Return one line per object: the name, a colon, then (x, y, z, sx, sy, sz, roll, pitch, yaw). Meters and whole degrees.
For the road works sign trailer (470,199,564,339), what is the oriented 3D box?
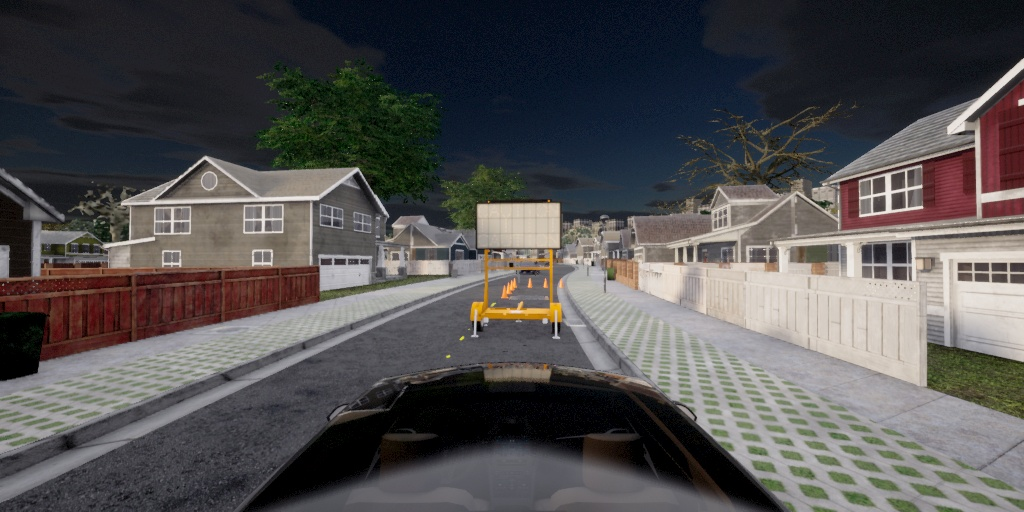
road works sign trailer: (0.196, 0.220, 10.165, 2.380, 3.560, 2.880, 0, 0, 5)

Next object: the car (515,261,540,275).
car: (1.786, 1.172, 39.854, 2.097, 1.767, 4.553, 0, 0, 13)
